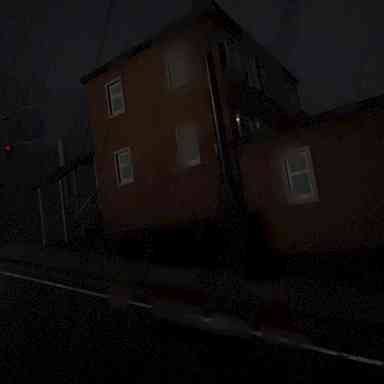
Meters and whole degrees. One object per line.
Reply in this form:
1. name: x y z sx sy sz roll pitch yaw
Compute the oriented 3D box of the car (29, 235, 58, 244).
1. car: -12.108 4.594 29.483 2.128 1.511 4.902 -13 -12 35
